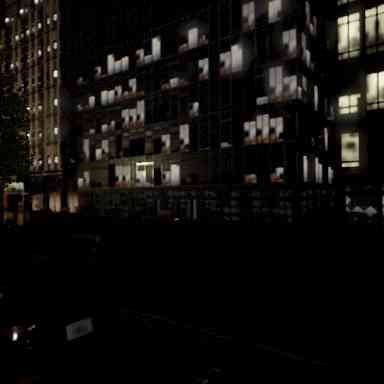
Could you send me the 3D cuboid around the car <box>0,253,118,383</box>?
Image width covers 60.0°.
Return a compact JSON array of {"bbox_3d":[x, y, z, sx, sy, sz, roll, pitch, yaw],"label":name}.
[{"bbox_3d":[-2.970,1.606,4.993,4.313,1.339,1.947,-1,-1,35],"label":"car"}]
